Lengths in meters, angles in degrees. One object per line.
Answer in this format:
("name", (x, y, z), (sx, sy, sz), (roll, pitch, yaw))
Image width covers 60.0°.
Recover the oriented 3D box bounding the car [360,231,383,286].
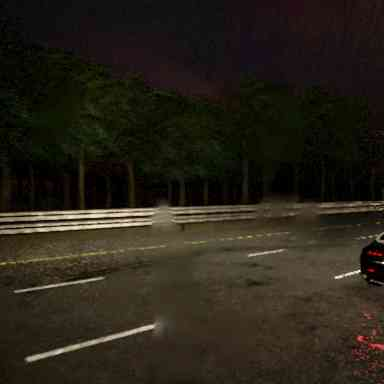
("car", (6.048, 1.507, 8.194), (4.892, 1.490, 1.837), (0, 0, -36))
